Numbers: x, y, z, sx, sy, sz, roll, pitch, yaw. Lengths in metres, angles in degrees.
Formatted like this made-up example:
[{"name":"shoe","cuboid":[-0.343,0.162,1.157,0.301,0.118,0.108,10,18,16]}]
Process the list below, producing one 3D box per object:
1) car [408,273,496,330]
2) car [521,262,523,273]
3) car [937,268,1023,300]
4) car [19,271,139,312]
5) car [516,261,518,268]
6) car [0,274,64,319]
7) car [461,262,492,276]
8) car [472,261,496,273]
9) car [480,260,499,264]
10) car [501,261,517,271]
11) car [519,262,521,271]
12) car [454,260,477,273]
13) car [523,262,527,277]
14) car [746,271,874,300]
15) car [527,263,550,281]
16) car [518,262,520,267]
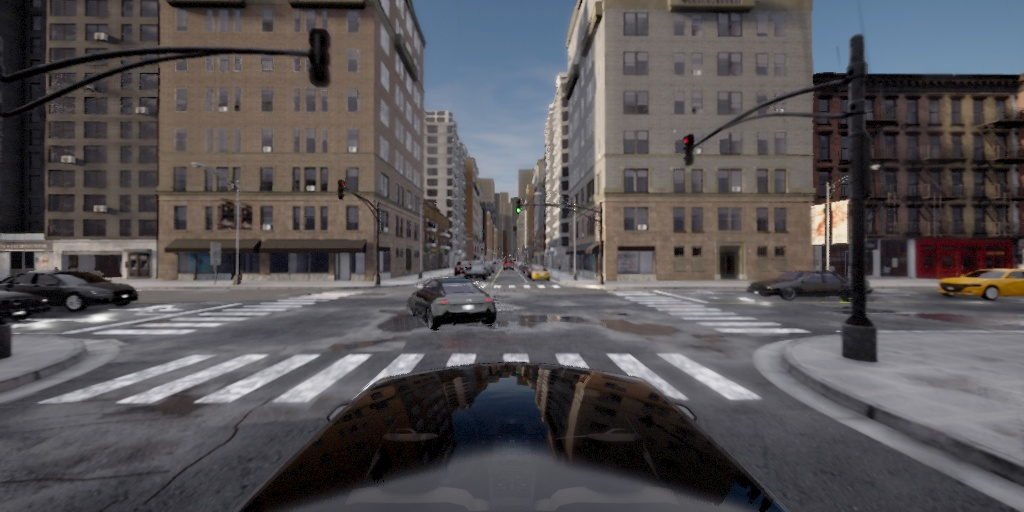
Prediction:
[{"name":"car","cuboid":[-2.090,1.418,11.810,1.994,1.385,4.181,1,-1,-26]},{"name":"car","cuboid":[2.500,1.739,45.097,2.007,1.370,4.403,0,0,-1]},{"name":"car","cuboid":[24.923,1.387,18.371,5.008,1.535,1.882,0,0,-1]},{"name":"car","cuboid":[-18.013,1.364,14.421,4.892,1.490,1.837,0,0,-1]},{"name":"car","cuboid":[2.274,1.898,61.673,2.007,1.370,4.403,0,0,-1]},{"name":"car","cuboid":[-18.023,1.382,11.169,5.357,1.411,2.033,0,0,-1]},{"name":"car","cuboid":[-3.299,1.555,33.859,1.882,1.535,5.008,0,-1,1]},{"name":"car","cuboid":[-3.425,1.664,43.397,2.128,1.511,4.902,0,-1,-1]},{"name":"car","cuboid":[-3.530,1.764,53.780,2.128,1.511,4.902,0,-1,0]},{"name":"car","cuboid":[-0.606,1.963,63.191,1.895,1.301,4.718,0,-1,-1]},{"name":"car","cuboid":[2.425,1.808,50.622,1.948,1.339,4.313,0,0,-1]},{"name":"car","cuboid":[-6.024,1.502,44.981,2.192,1.841,5.009,0,0,-1]},{"name":"car","cuboid":[2.576,1.574,39.572,1.967,1.591,4.097,0,0,-1]},{"name":"car","cuboid":[15.056,1.461,18.256,5.357,1.411,2.033,0,0,-1]},{"name":"car","cuboid":[2.650,1.604,34.217,1.751,1.417,4.829,0,0,-1]},{"name":"car","cuboid":[2.349,1.840,56.148,1.888,1.381,4.507,0,0,-1]}]
